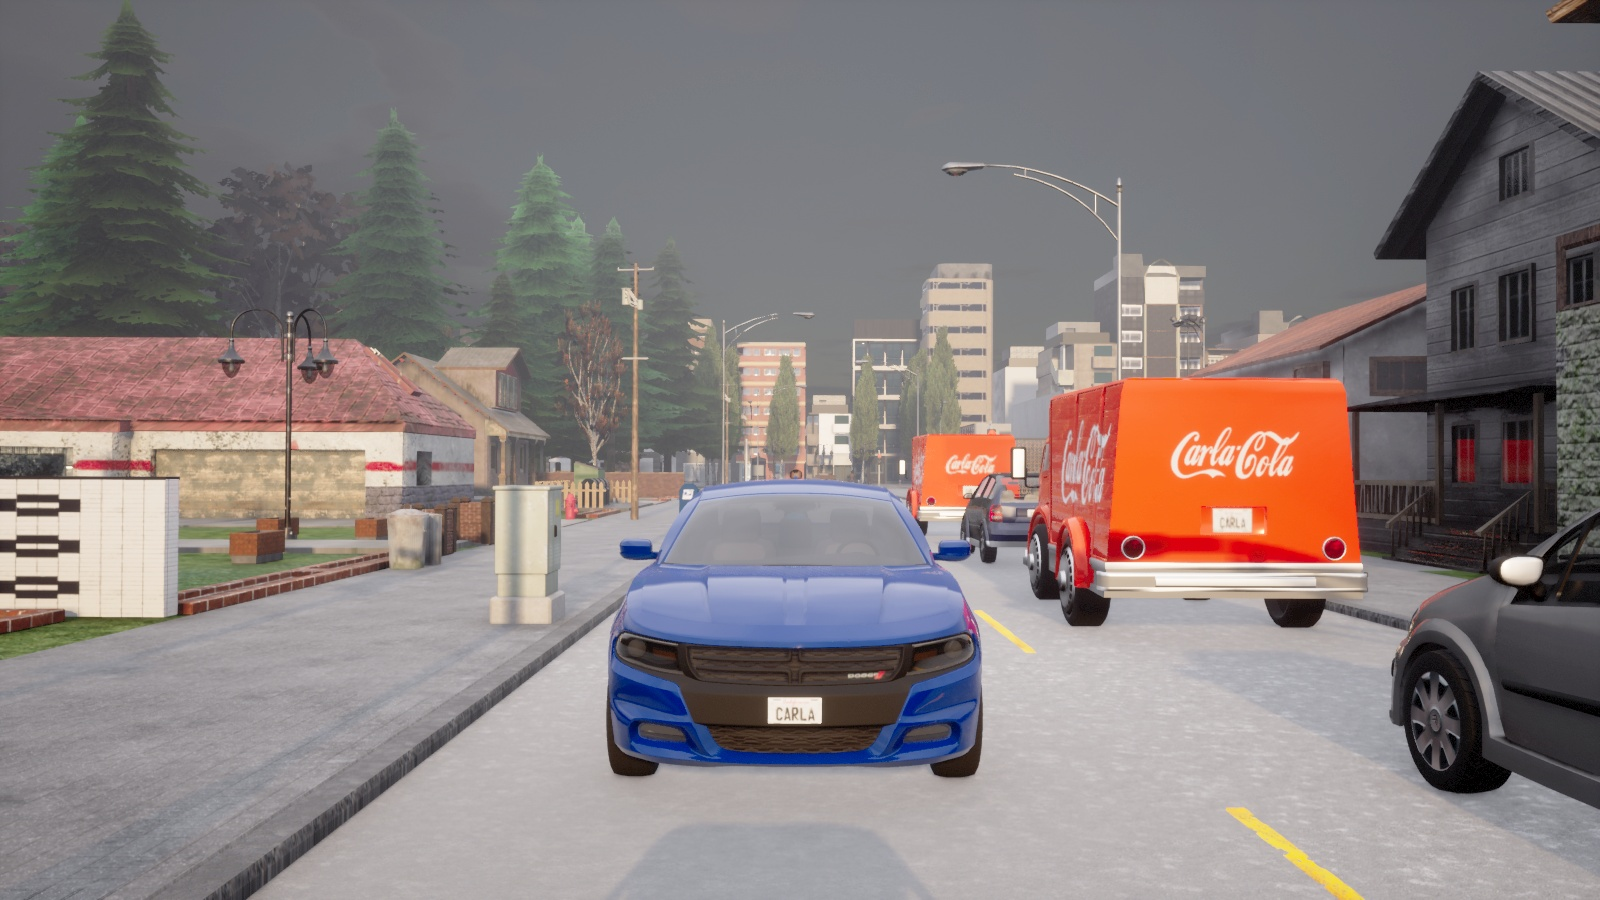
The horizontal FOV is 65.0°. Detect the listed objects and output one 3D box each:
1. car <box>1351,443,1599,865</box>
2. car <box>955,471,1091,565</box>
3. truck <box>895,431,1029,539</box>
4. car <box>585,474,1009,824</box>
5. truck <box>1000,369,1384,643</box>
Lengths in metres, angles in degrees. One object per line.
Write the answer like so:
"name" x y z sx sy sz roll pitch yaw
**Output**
"car" 3.985 0.780 4.946 1.851 1.617 3.988 0 -1 0
"car" 3.938 1.158 22.732 1.789 1.549 3.705 0 -1 0
"truck" 3.919 0.840 31.491 2.627 2.467 5.204 0 -1 -1
"car" -0.024 0.928 8.083 1.882 1.535 5.008 0 -1 0
"truck" 3.953 0.546 13.944 2.627 2.467 5.204 0 -1 0
